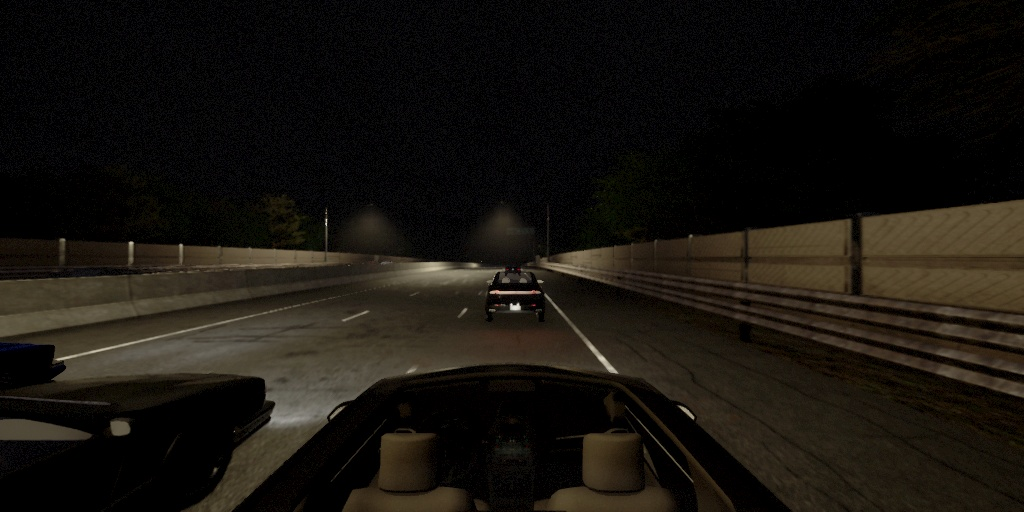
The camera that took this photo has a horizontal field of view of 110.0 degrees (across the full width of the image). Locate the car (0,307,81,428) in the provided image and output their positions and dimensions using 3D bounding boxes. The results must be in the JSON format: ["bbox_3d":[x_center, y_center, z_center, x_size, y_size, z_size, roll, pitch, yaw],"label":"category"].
[{"bbox_3d":[-6.900,1.351,2.599,1.895,1.301,4.718,0,0,0],"label":"car"}]

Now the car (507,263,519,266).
[{"bbox_3d":[0.096,1.533,41.414,2.033,1.411,5.357,0,-1,0],"label":"car"}]

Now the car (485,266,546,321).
[{"bbox_3d":[0.098,1.263,12.575,2.128,1.511,4.902,0,0,0],"label":"car"}]

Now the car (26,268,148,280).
[{"bbox_3d":[-21.102,1.346,18.538,2.033,1.411,5.357,0,0,0],"label":"car"}]

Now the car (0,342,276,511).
[{"bbox_3d":[-3.402,1.297,1.256,2.033,1.411,5.357,0,0,0],"label":"car"}]

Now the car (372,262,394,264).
[{"bbox_3d":[-21.038,1.685,60.226,2.128,1.511,4.902,0,-1,1],"label":"car"}]

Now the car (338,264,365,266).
[{"bbox_3d":[-17.597,1.549,37.526,1.895,1.301,4.718,0,-1,0],"label":"car"}]
